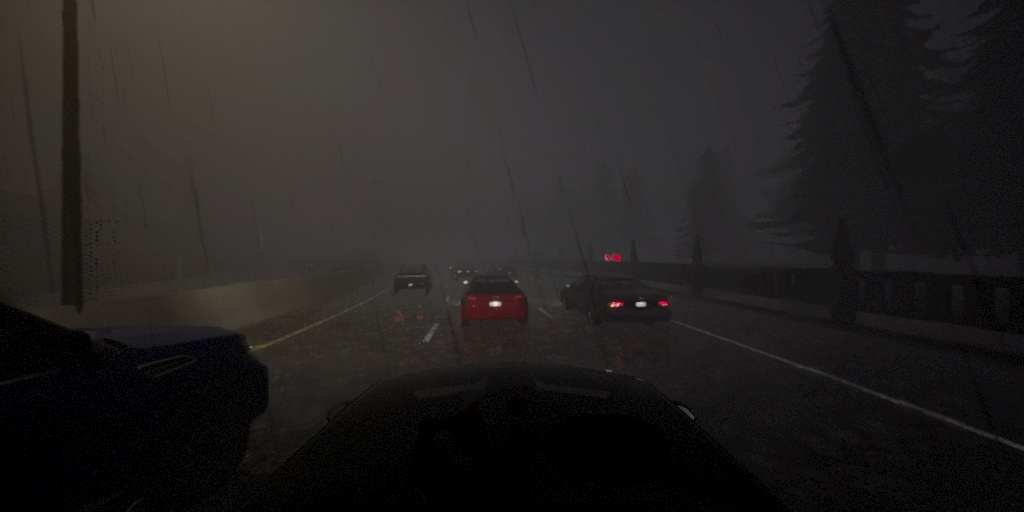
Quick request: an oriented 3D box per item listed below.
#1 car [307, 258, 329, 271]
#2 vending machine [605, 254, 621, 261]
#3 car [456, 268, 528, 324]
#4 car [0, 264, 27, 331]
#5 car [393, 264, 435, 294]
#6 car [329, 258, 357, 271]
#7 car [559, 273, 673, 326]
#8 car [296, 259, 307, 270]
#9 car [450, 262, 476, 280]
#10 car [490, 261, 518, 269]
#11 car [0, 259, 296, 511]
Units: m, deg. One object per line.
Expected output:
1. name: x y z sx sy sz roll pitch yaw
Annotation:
1. car: -25.968 1.013 48.859 2.097 1.767 4.553 0 0 -20
2. vending machine: 8.028 0.813 28.596 1.100 2.100 0.880 0 0 -14
3. car: -0.661 1.277 11.836 1.994 1.385 4.181 0 0 -6
4. car: -14.496 1.131 7.735 2.097 1.767 4.553 0 0 -5
5. car: -5.359 1.191 19.825 2.128 1.511 4.902 0 0 -10
6. car: -19.467 1.214 41.563 2.033 1.411 5.357 0 0 -21
7. car: 2.970 1.249 11.476 2.033 1.411 5.357 0 0 -6
8. car: -30.693 1.146 51.487 1.882 1.535 5.008 0 0 -20
9. car: -4.008 1.204 29.554 2.033 1.411 5.357 0 0 -16
10. car: -0.781 1.166 30.795 1.812 1.442 4.674 0 0 -15
11. car: -3.502 0.987 1.202 2.150 2.045 5.566 0 0 0
